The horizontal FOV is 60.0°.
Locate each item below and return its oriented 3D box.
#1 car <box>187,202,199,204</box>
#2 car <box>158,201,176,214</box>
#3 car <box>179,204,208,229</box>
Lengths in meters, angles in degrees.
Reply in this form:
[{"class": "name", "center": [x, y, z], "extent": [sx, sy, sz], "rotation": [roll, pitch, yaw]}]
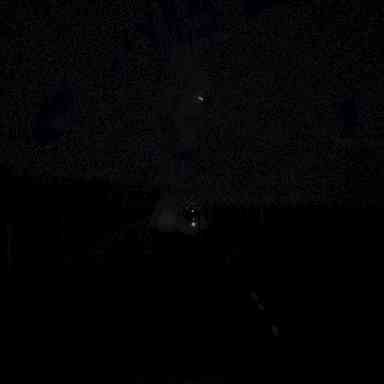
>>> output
[{"class": "car", "center": [0.097, 1.889, 39.863], "extent": [1.895, 1.301, 4.718], "rotation": [0, -1, 0]}, {"class": "car", "center": [-2.847, 1.771, 38.894], "extent": [2.128, 1.511, 4.902], "rotation": [0, -1, 0]}, {"class": "car", "center": [0.099, 1.759, 23.147], "extent": [1.895, 1.301, 4.718], "rotation": [0, 0, 0]}]
